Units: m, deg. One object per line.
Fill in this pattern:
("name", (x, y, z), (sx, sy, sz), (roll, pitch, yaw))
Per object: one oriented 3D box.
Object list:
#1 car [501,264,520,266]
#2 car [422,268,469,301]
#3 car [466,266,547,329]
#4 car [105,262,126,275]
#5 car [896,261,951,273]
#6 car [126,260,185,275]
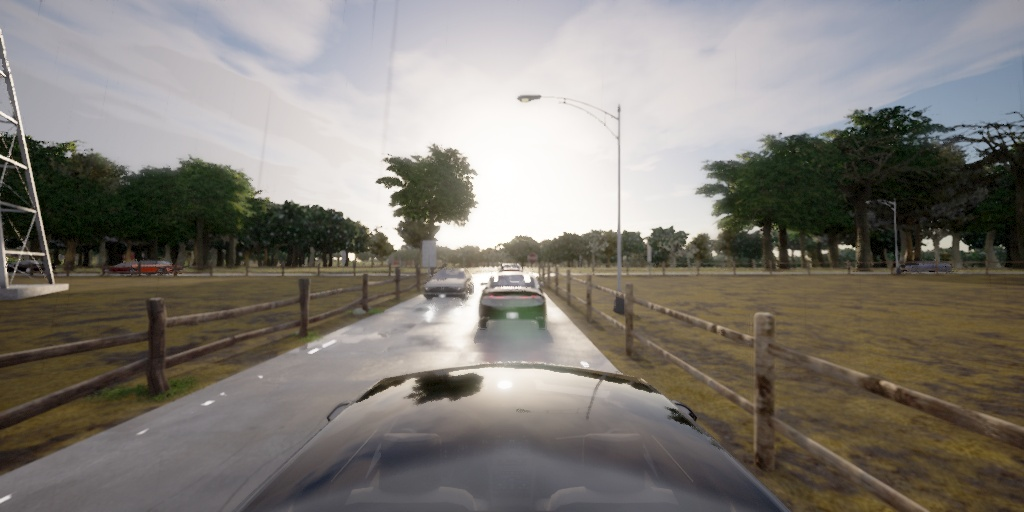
("car", (-0.111, 1.316, 26.909), (2.128, 1.511, 4.902), (0, 0, -1))
("car", (-2.945, 1.323, 17.796), (2.033, 1.411, 5.357), (0, 0, 0))
("car", (0.012, 1.247, 11.221), (2.128, 1.511, 4.902), (0, 0, 0))
("car", (-45.579, 1.450, 42.677), (5.008, 1.535, 1.882), (-1, -2, 0))
("car", (45.543, 1.194, 39.812), (4.181, 1.385, 1.994), (-1, -2, 15))
("car", (-39.207, 1.239, 39.865), (4.553, 1.767, 2.097), (0, -2, 0))
